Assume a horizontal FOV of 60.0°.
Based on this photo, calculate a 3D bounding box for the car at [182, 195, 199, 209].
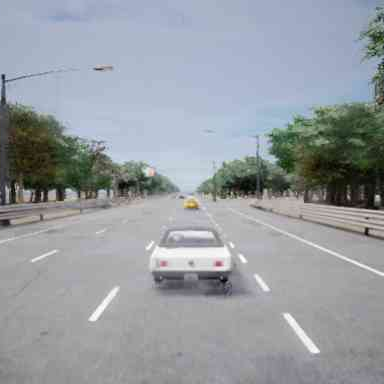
[{"bbox_3d":[-0.078,1.574,46.575,1.882,1.535,5.008,0,0,0],"label":"car"}]

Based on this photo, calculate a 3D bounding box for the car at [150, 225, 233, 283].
[{"bbox_3d":[-0.020,1.621,9.658,1.895,1.301,4.718,0,0,0],"label":"car"}]

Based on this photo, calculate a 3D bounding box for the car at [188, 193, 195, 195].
[{"bbox_3d":[-0.133,1.704,85.848,1.812,1.442,4.674,0,0,0],"label":"car"}]
